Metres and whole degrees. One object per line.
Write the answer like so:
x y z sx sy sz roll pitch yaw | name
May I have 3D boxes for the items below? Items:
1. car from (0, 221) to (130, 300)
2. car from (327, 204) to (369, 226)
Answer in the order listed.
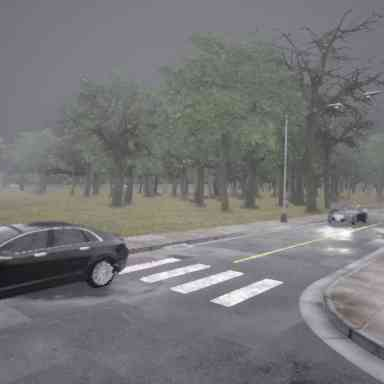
-3.647 1.436 7.253 1.837 1.490 4.892 2 0 41 | car
11.672 1.620 24.696 2.128 1.511 4.902 2 1 41 | car
